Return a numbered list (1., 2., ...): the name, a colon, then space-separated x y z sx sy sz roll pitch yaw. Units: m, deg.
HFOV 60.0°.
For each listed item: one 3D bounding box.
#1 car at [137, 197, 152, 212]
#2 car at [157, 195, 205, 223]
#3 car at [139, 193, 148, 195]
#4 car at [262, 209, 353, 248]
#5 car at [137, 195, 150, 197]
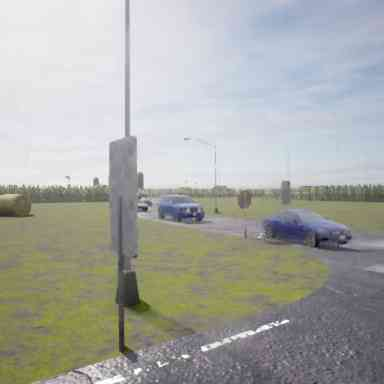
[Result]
1. car: -6.565 1.620 39.644 2.033 1.411 5.357 -1 0 -19
2. car: -1.034 1.261 26.941 2.150 2.045 5.566 -1 1 -26
3. car: -9.149 1.296 62.586 2.150 2.045 5.566 0 0 -6
4. car: 5.069 1.552 15.334 1.812 1.442 4.674 0 0 -23
5. car: -7.376 1.585 52.412 1.812 1.442 4.674 -1 0 -12
